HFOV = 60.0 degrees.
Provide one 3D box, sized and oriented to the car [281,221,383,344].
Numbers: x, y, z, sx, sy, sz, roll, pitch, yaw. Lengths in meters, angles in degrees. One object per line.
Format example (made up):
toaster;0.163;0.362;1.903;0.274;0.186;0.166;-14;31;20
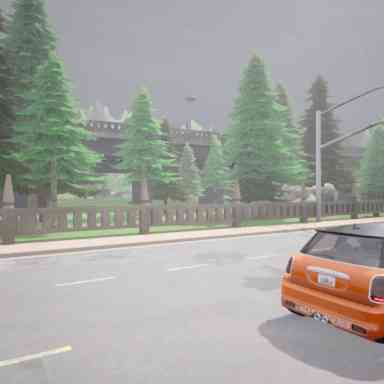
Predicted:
car;3.850;1.352;6.131;4.553;1.767;2.097;0;0;-31
